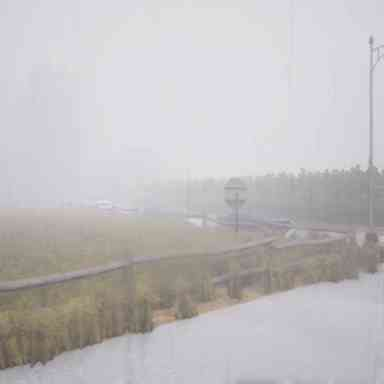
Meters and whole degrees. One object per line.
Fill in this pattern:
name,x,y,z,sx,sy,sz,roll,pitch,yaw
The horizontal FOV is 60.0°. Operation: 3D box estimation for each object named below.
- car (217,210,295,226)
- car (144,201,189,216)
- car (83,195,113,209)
car,3.657,1.721,19.580,1.895,1.301,4.718,0,-1,-36
car,-2.205,1.532,27.743,2.097,1.767,4.553,0,0,-36
car,-11.620,1.404,40.980,2.150,2.045,5.566,0,0,-36
